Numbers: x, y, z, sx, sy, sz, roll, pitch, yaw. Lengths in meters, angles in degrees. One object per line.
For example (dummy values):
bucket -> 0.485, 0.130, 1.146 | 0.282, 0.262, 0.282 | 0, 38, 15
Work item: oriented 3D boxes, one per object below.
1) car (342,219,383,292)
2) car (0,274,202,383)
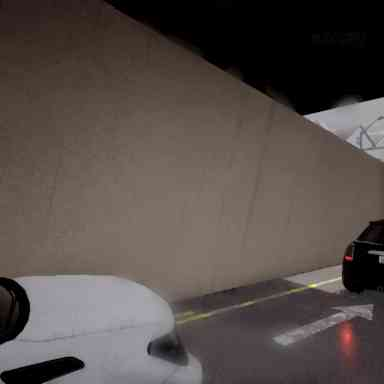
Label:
car -> 5.521, 1.352, 7.702 | 4.553, 1.767, 2.097 | 0, 0, -36
car -> -2.573, 1.221, 1.953 | 5.566, 2.045, 2.150 | 0, 0, -35
